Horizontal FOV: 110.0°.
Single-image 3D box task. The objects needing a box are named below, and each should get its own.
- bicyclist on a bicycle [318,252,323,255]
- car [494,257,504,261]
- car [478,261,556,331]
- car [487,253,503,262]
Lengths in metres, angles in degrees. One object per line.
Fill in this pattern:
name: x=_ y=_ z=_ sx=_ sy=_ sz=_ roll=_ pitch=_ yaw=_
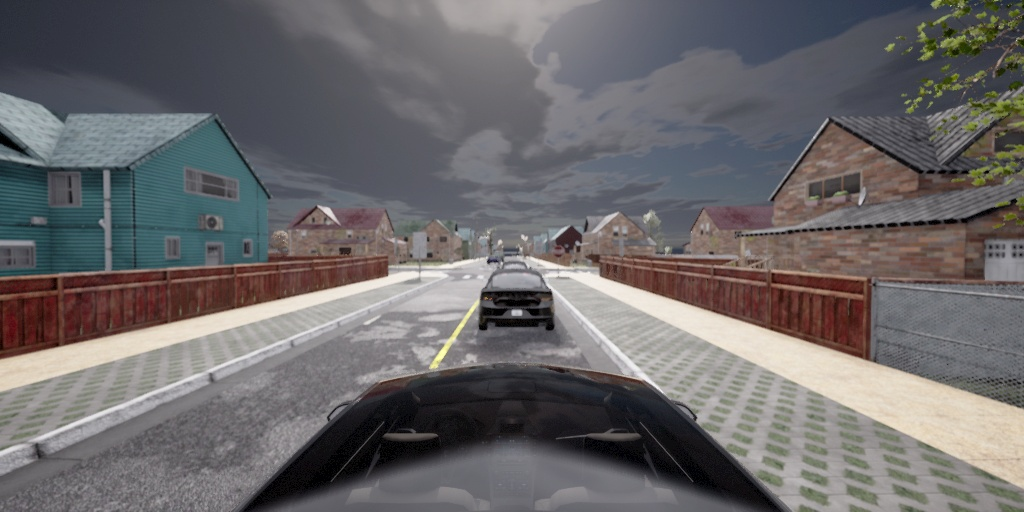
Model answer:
bicyclist on a bicycle: x=-20.073 y=0.361 z=37.584 sx=0.582 sy=1.620 sz=1.656 roll=0 pitch=1 yaw=0
car: x=0.139 y=0.978 z=19.657 sx=1.812 sy=1.442 sz=4.674 roll=0 pitch=1 yaw=0
car: x=0.117 y=1.082 z=10.482 sx=1.882 sy=1.535 sz=5.008 roll=0 pitch=1 yaw=0
car: x=-2.713 y=0.577 z=52.862 sx=1.895 sy=1.301 sz=4.718 roll=0 pitch=1 yaw=0
